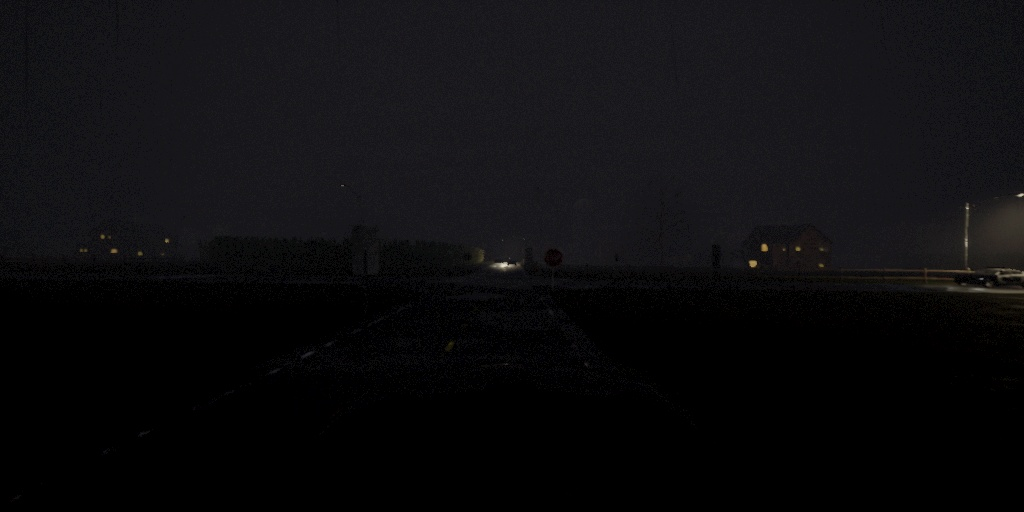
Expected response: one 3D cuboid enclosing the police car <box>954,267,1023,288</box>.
[{"bbox_3d":[39.006,1.699,29.084,5.238,1.638,1.930,1,1,0],"label":"police car"}]
